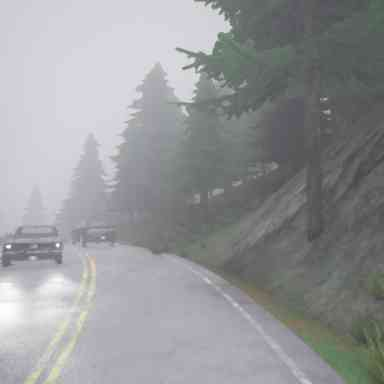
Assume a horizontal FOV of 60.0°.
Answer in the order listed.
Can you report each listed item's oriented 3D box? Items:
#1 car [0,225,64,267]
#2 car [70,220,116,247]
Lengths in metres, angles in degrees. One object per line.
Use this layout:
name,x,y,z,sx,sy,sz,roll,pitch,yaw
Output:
car,-5.974,1.957,12.808,1.895,1.301,4.718,2,-4,-23
car,-6.032,2.459,20.013,2.128,1.511,4.902,3,-7,-31
